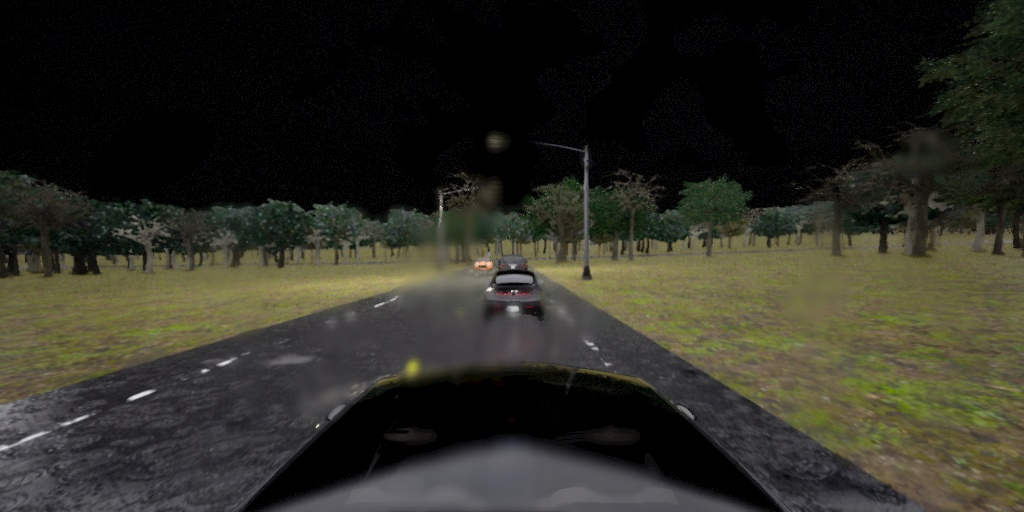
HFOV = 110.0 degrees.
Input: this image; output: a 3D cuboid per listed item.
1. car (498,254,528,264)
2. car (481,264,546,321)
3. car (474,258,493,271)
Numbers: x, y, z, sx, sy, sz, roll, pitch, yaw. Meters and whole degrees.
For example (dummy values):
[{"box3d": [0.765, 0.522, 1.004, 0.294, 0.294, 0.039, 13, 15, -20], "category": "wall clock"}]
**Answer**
[{"box3d": [0.080, 0.885, 28.071, 2.150, 2.045, 5.566, 0, 0, 0], "category": "car"}, {"box3d": [0.079, 1.201, 12.167, 1.837, 1.490, 4.892, 0, 0, 0], "category": "car"}, {"box3d": [-3.593, 0.986, 45.851, 2.097, 1.767, 4.553, 0, 0, 0], "category": "car"}]
